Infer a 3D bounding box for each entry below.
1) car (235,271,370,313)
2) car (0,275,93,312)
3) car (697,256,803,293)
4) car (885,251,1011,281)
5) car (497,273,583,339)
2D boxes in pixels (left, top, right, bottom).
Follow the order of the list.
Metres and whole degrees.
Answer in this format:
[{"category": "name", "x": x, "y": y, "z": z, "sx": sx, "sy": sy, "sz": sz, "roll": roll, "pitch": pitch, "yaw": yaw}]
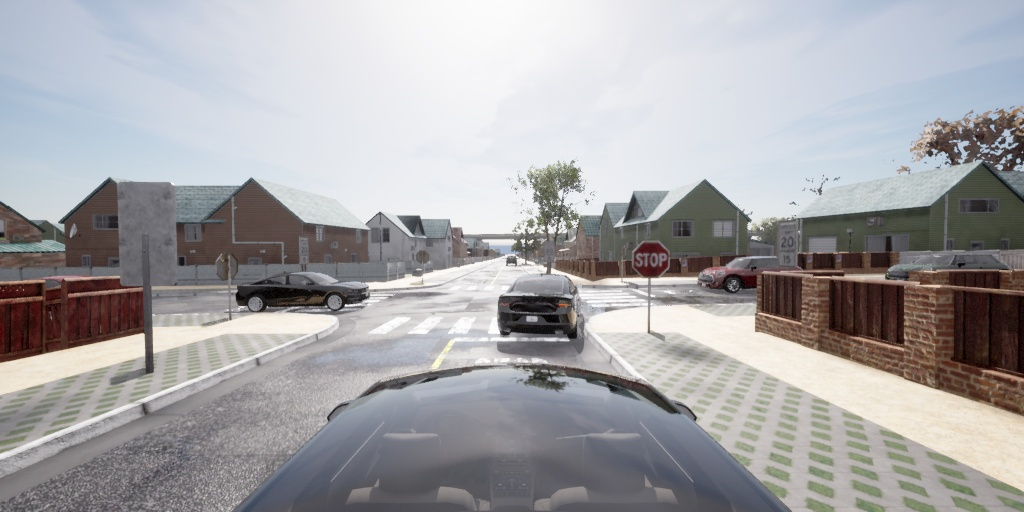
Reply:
[{"category": "car", "x": -8.483, "y": 1.377, "z": 14.767, "sx": 5.008, "sy": 1.535, "sz": 1.882, "roll": -1, "pitch": 2, "yaw": 0}, {"category": "car", "x": -18.036, "y": 1.547, "z": 14.694, "sx": 5.008, "sy": 1.535, "sz": 1.882, "roll": -1, "pitch": 2, "yaw": 0}, {"category": "car", "x": 11.788, "y": 0.820, "z": 17.872, "sx": 4.553, "sy": 1.767, "sz": 2.097, "roll": -1, "pitch": 2, "yaw": 0}, {"category": "car", "x": 21.683, "y": 0.646, "z": 17.955, "sx": 4.553, "sy": 1.767, "sz": 2.097, "roll": -1, "pitch": 2, "yaw": 0}, {"category": "car", "x": 0.948, "y": 1.224, "z": 10.251, "sx": 1.882, "sy": 1.535, "sz": 5.008, "roll": 0, "pitch": 0, "yaw": 12}]
